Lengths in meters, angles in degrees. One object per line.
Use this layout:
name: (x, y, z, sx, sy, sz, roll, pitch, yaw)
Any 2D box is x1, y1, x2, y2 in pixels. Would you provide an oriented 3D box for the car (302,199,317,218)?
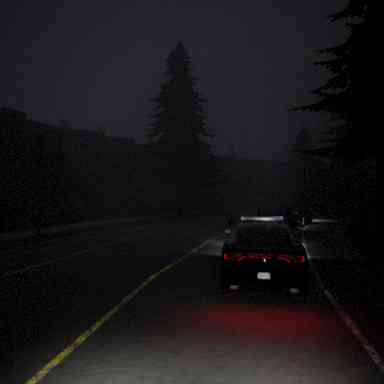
car: (7.053, 1.498, 22.973, 1.837, 1.490, 4.892, 0, 0, 30)

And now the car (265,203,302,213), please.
car: (4.568, 1.472, 17.895, 1.882, 1.535, 5.008, 0, 0, 23)

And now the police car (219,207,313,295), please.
police car: (1.881, 1.422, 8.988, 1.930, 1.638, 5.238, 0, 0, 11)

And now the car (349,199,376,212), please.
car: (20.208, 1.550, 38.696, 4.181, 1.385, 1.994, 0, 0, -34)

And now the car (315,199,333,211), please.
car: (14.472, 1.534, 38.904, 5.357, 1.411, 2.033, 0, 0, -40)
